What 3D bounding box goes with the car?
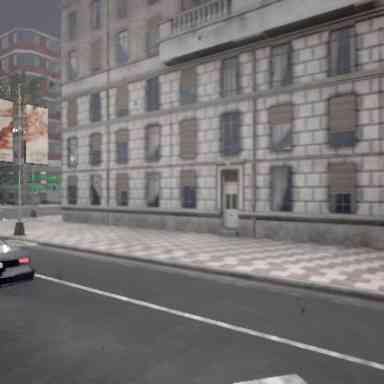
[{"bbox_3d":[-6.032,1.563,8.245,5.357,1.411,2.033,0,0,36],"label":"car"}]
